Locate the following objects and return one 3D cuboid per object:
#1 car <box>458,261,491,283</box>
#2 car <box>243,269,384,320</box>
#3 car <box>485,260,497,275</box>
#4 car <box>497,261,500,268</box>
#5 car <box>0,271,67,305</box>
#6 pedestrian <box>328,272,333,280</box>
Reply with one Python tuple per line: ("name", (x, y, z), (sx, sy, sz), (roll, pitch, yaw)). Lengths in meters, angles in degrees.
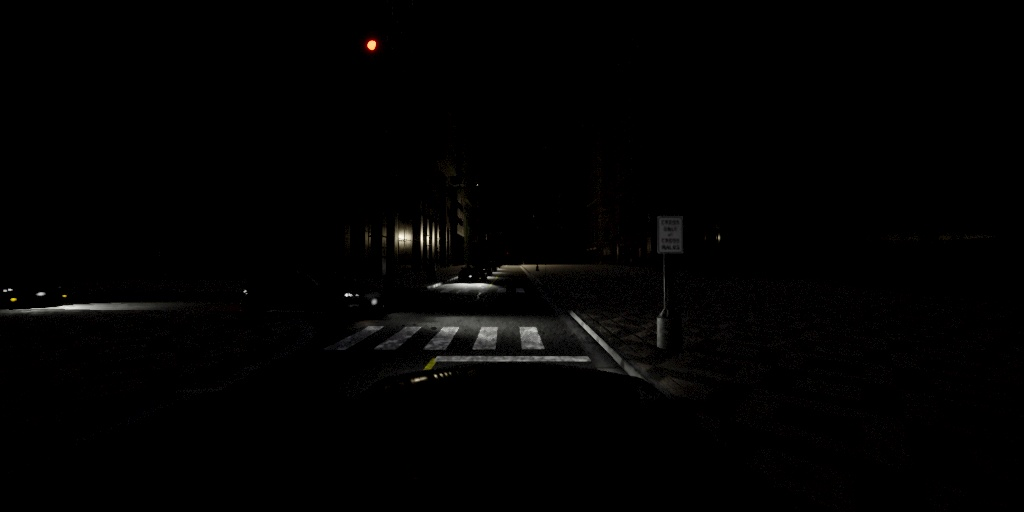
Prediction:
("car", (-3.036, 1.327, 28.430), (1.994, 1.385, 4.181), (0, 0, 1))
("car", (-6.735, 1.190, 12.204), (4.902, 1.511, 2.128), (0, -1, 17))
("car", (-3.025, 1.331, 37.752), (2.033, 1.411, 5.357), (0, 0, 0))
("car", (-2.994, 1.322, 48.070), (1.837, 1.490, 4.892), (0, 0, 0))
("car", (-19.575, 1.240, 13.405), (4.181, 1.385, 1.994), (0, -1, 0))
("pedestrian", (-9.971, 0.974, 19.612), (0.375, 1.860, 0.375), (0, -1, 0))
